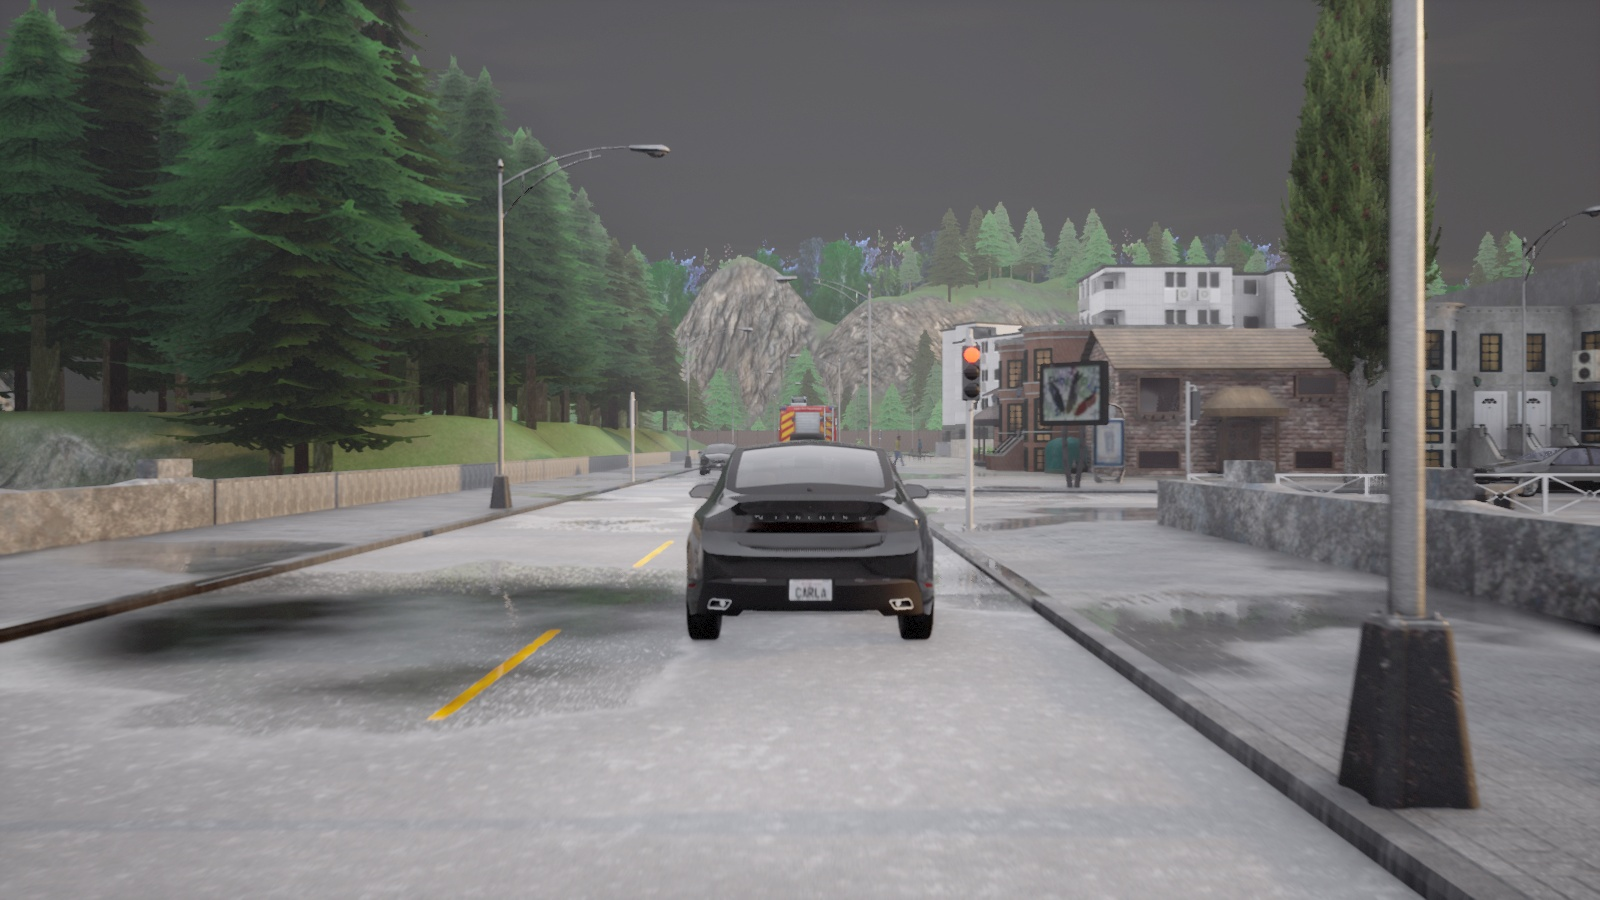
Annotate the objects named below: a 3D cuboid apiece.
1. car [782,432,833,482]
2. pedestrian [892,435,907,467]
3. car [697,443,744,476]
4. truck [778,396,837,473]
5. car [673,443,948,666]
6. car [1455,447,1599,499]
[{"bbox_3d":[0.288,0.266,49.039,1.905,1.878,3.866,0,0,0],"label":"car"},{"bbox_3d":[5.607,0.059,70.788,0.706,1.836,0.354,0,0,30],"label":"pedestrian"},{"bbox_3d":[-3.647,0.419,58.539,1.837,1.490,4.892,0,0,0],"label":"car"},{"bbox_3d":[0.402,-0.794,66.838,2.891,3.827,8.468,0,0,0],"label":"truck"},{"bbox_3d":[0.078,0.690,10.858,1.837,1.490,4.892,0,0,0],"label":"car"},{"bbox_3d":[21.330,0.615,34.757,5.357,1.411,2.033,0,0,0],"label":"car"}]
